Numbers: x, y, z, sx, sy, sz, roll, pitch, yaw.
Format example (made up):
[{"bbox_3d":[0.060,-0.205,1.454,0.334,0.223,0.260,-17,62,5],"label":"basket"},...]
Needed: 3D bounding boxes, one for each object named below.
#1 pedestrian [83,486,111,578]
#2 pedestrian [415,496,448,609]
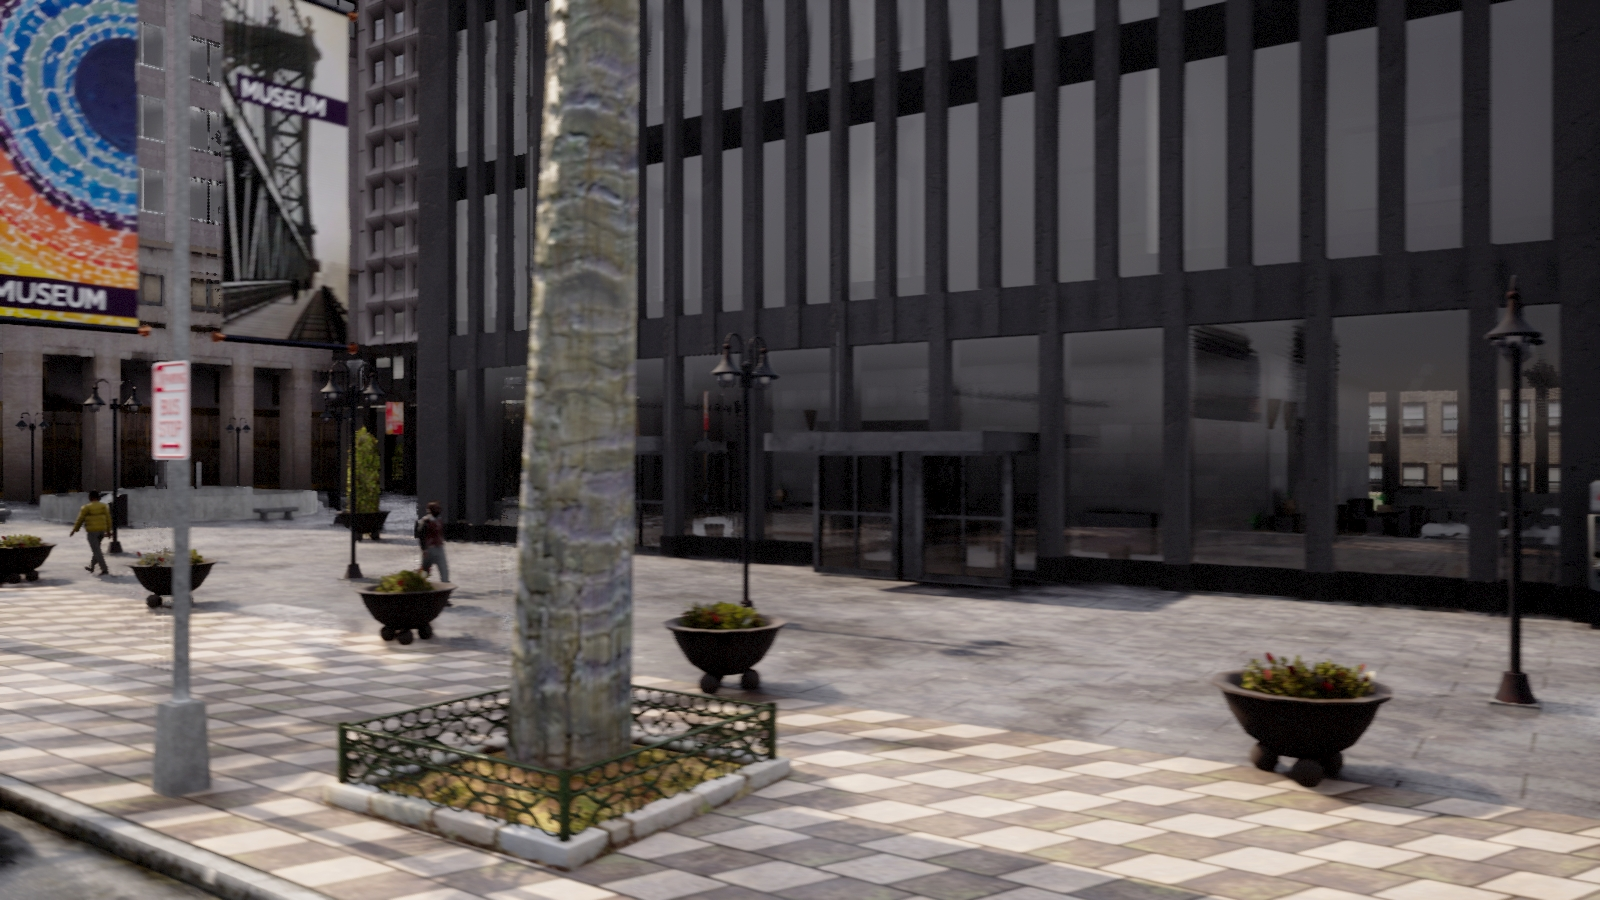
[{"bbox_3d":[-14.651,1.698,23.797,0.375,1.860,0.375,0,0,34],"label":"pedestrian"},{"bbox_3d":[-6.189,1.704,19.166,0.375,1.860,0.375,0,0,35],"label":"pedestrian"}]
